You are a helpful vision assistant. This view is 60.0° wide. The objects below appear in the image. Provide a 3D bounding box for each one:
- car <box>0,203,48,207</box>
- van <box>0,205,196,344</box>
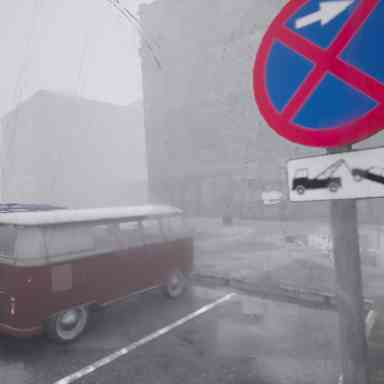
[{"bbox_3d":[-3.968,1.294,8.175,2.435,2.045,5.566,-1,0,35],"label":"car"},{"bbox_3d":[-1.642,1.296,6.628,1.878,1.987,4.442,-1,0,35],"label":"van"}]
